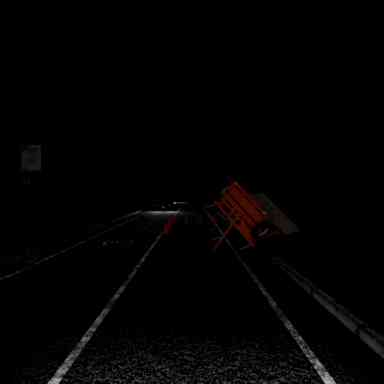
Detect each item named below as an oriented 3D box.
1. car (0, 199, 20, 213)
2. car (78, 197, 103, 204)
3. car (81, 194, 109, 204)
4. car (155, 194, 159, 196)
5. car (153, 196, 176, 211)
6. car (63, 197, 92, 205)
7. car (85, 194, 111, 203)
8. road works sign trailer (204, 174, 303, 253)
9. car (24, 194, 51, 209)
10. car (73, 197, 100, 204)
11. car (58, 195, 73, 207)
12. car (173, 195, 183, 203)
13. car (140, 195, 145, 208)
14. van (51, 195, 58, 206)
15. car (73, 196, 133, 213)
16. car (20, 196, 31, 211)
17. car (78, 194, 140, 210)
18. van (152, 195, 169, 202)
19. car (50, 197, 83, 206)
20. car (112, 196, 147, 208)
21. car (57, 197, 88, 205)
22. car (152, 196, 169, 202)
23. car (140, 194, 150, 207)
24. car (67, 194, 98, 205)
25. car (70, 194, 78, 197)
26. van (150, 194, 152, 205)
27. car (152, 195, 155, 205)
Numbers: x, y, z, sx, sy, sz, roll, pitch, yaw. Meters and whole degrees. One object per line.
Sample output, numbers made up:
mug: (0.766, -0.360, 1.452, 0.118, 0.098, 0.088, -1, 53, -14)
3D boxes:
car: (-21.930, 1.458, 36.065, 5.008, 1.535, 2.097, 0, 0, 0)
car: (-21.950, 1.810, 72.143, 4.674, 1.452, 2.002, 0, -1, 0)
car: (-21.927, 1.552, 75.054, 5.566, 2.045, 2.435, 0, -1, 0)
car: (-8.849, 1.634, 58.476, 5.008, 1.535, 2.097, 0, -1, 0)
car: (-3.249, 1.512, 40.213, 1.837, 1.490, 4.892, 0, 0, 0)
car: (-21.970, 1.714, 63.913, 4.792, 1.488, 2.163, 0, -1, 0)
car: (-21.932, 1.585, 77.715, 5.566, 2.045, 2.435, 0, -1, 0)
road works sign trailer: (2.367, 1.056, 12.647, 3.560, 2.880, 2.380, -5, 45, -44)
car: (-21.892, 1.385, 44.421, 4.553, 1.767, 2.185, 0, 0, 0)
car: (-21.944, 1.741, 69.483, 5.008, 1.535, 2.097, 0, -1, 0)
car: (-21.925, 1.623, 52.772, 4.674, 1.452, 2.002, 0, -1, 0)
car: (-3.248, 2.021, 85.402, 1.994, 1.385, 4.181, 0, -1, 0)
car: (-8.849, 1.490, 41.656, 4.892, 1.521, 2.231, 0, 0, 0)
van: (-22.040, 1.307, 47.202, 4.442, 1.987, 1.878, 0, 0, 0)
car: (-8.841, 1.450, 33.251, 4.892, 1.521, 2.231, 0, 0, 0)
car: (-21.926, 1.513, 38.851, 4.674, 1.452, 2.002, 0, 0, 0)
car: (-8.874, 1.208, 36.054, 5.566, 2.045, 2.435, 0, 0, 0)
van: (-8.783, 1.786, 92.113, 4.442, 1.987, 1.878, 0, -1, 0)
car: (-21.928, 1.634, 58.343, 5.008, 1.535, 2.097, 0, -1, 0)
car: (-8.813, 1.407, 47.263, 4.553, 1.767, 2.185, 0, -1, 0)
car: (-21.908, 1.689, 61.128, 4.792, 1.488, 2.163, 0, -1, 0)
car: (-8.935, 1.921, 94.915, 4.553, 1.767, 2.185, 0, -1, 0)
car: (-8.872, 1.259, 44.464, 5.566, 2.045, 2.435, 0, 0, 0)
car: (-21.917, 1.460, 66.699, 5.566, 2.045, 2.435, 0, -1, 0)
car: (-21.745, 1.605, 55.557, 5.366, 1.575, 1.946, 0, -1, 0)
van: (-8.730, 1.332, 50.068, 4.442, 1.987, 1.878, 0, -1, 0)
car: (-8.842, 1.584, 52.870, 4.892, 1.521, 2.231, 0, -1, 0)
